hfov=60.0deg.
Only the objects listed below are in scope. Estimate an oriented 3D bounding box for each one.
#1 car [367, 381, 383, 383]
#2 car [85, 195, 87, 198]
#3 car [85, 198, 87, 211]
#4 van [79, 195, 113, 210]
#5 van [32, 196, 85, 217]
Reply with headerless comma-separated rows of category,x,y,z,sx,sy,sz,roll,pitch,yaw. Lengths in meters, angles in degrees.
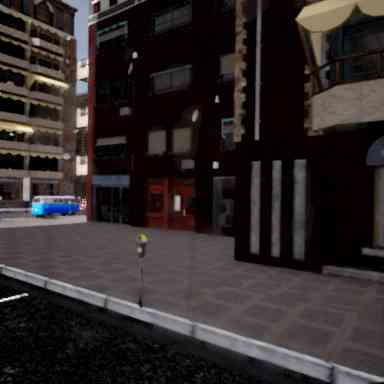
car,2.616,1.580,1.008,4.403,1.369,2.008,1,1,35
car,-11.557,1.305,39.018,2.097,1.767,4.553,1,0,35
car,-8.590,1.571,33.285,1.947,1.339,4.313,0,-1,35
van,-12.220,1.292,42.594,1.690,1.788,3.998,0,-1,35
van,-11.654,1.243,28.671,1.690,1.788,3.998,0,-1,35
